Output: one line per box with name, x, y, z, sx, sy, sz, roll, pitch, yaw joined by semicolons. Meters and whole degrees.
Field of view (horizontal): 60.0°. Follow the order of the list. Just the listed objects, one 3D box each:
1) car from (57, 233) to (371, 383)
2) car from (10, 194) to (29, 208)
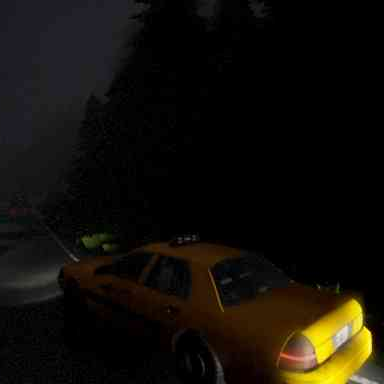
car;-0.299;1.413;5.173;5.366;1.575;1.801;1;1;45
car;-20.921;1.039;40.299;2.128;1.511;4.902;-2;2;-26
